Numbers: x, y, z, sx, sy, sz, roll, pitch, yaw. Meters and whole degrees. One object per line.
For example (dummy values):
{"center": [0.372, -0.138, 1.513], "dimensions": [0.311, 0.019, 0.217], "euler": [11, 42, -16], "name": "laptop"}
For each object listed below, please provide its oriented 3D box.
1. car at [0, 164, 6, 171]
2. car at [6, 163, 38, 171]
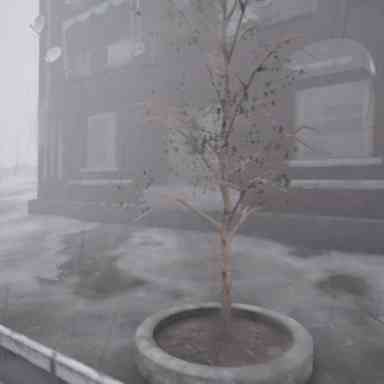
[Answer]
{"center": [-28.176, -3.426, 49.433], "dimensions": [4.674, 1.452, 2.002], "euler": [1, 1, 28], "name": "car"}
{"center": [-23.343, -3.365, 46.976], "dimensions": [4.892, 1.521, 2.231], "euler": [1, 1, 27], "name": "car"}
